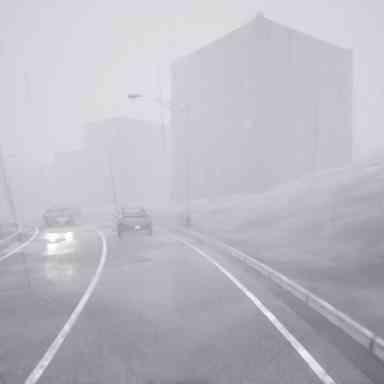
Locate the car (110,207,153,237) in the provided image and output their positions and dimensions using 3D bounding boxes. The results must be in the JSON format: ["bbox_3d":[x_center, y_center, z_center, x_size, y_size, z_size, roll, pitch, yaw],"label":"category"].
[{"bbox_3d":[-3.526,1.590,18.960,2.128,1.511,4.902,-1,0,-19],"label":"car"}]

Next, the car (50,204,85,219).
[{"bbox_3d":[-14.324,2.158,38.083,2.128,1.511,4.902,-2,-1,-39],"label":"car"}]

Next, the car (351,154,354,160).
[{"bbox_3d":[32.080,-6.539,65.136,2.435,2.045,5.566,0,2,8],"label":"car"}]

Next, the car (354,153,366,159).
[{"bbox_3d":[31.344,-6.094,59.708,2.002,1.452,4.674,0,2,8],"label":"car"}]

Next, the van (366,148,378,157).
[{"bbox_3d":[30.584,-6.195,54.111,1.878,1.987,4.442,0,2,8],"label":"van"}]

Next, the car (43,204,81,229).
[{"bbox_3d":[-9.964,1.823,24.779,2.128,1.511,4.902,-1,-1,-28],"label":"car"}]

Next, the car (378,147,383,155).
[{"bbox_3d":[29.859,-5.807,48.771,2.231,1.521,4.892,0,2,8],"label":"car"}]
